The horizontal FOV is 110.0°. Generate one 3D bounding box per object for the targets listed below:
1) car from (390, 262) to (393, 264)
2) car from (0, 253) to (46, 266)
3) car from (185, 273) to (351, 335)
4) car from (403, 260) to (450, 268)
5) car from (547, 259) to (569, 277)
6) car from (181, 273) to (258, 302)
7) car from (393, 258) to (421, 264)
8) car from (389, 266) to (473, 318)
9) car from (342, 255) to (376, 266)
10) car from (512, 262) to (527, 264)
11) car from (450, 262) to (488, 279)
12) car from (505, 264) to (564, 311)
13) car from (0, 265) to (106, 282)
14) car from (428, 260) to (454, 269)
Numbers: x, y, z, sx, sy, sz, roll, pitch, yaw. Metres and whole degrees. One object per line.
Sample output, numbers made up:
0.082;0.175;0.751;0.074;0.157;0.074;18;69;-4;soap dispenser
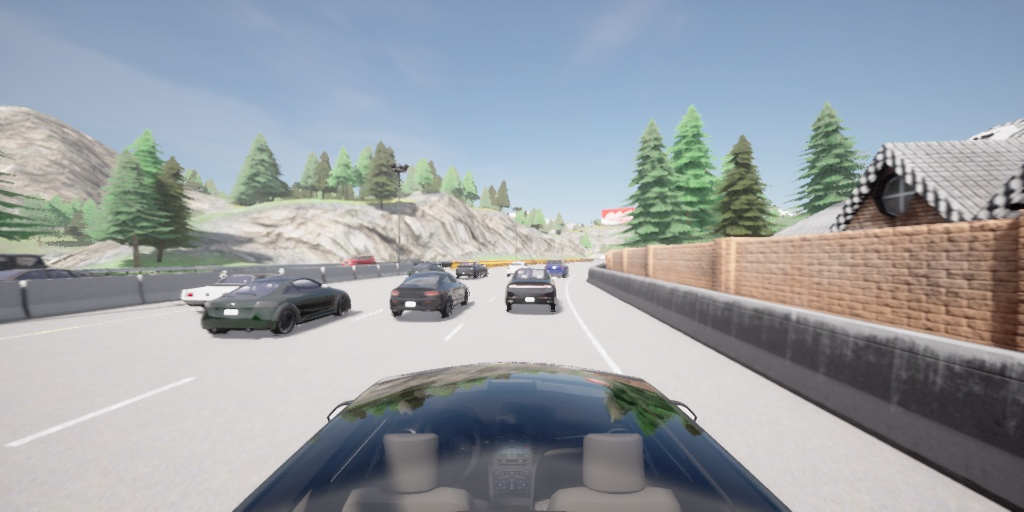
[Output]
-17.926;1.183;58.814;1.882;1.535;5.008;0;0;20;car
-23.899;0.904;15.370;2.150;2.045;5.566;0;0;5;car
-6.510;1.297;10.459;1.994;1.385;4.181;0;0;3;car
-7.317;1.297;31.062;1.994;1.385;4.181;0;0;11;car
4.439;1.118;35.558;2.097;1.767;4.553;0;0;13;car
-9.781;1.325;14.027;1.895;1.301;4.718;0;0;5;car
-15.543;1.065;55.017;2.097;1.767;4.553;0;0;19;car
-2.829;1.269;12.921;1.812;1.442;4.674;0;0;5;car
-23.137;0.909;54.385;2.150;2.045;5.566;0;0;18;car
0.732;1.281;35.178;1.812;1.442;4.674;0;0;13;car
-3.527;1.235;32.137;2.128;1.511;4.902;0;0;12;car
0.813;1.245;14.421;2.128;1.511;4.902;0;0;5;car
-20.426;1.241;15.162;2.033;1.411;5.357;0;0;5;car
-11.215;1.325;56.841;1.895;1.301;4.718;0;0;20;car
